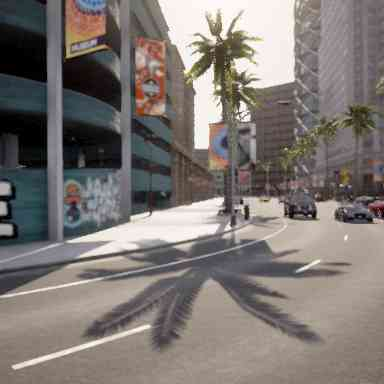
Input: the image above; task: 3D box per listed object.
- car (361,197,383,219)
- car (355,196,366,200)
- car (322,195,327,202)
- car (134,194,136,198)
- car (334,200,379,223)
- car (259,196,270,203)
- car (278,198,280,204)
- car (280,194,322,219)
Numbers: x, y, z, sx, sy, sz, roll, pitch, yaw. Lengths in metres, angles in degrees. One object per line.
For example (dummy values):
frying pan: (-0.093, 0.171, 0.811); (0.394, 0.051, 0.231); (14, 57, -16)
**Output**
car: (16.478, 1.437, 28.338); (1.882, 1.535, 5.008); (0, 0, 10)
car: (26.307, 1.433, 50.930); (2.231, 1.521, 4.892); (0, 0, 8)
car: (30.307, 1.367, 80.031); (2.185, 1.767, 4.553); (0, 0, 8)
car: (-9.294, 1.263, 48.231); (2.435, 2.045, 5.566); (0, 0, 8)
car: (12.196, 1.549, 25.269); (1.994, 1.385, 4.181); (0, 0, 12)
car: (15.175, 1.570, 69.758); (1.882, 1.535, 5.008); (0, 0, 8)
car: (18.097, 1.585, 65.313); (1.812, 1.442, 4.674); (0, 0, 8)
car: (9.513, 1.241, 29.492); (2.150, 2.045, 5.566); (0, 0, 9)
